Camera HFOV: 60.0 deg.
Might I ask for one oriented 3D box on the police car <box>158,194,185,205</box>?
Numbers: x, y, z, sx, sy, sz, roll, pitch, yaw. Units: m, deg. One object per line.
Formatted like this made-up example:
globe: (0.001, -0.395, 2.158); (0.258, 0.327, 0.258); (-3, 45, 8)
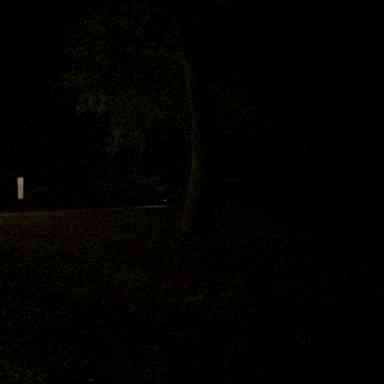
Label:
police car: (-3.081, 1.132, 49.676); (1.930, 1.638, 5.238); (-2, -1, 35)
